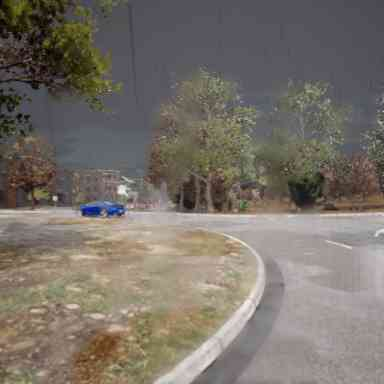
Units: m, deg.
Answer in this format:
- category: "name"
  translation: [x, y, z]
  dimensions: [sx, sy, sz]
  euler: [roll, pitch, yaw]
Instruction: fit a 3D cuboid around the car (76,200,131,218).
- category: "car"
  translation: [-8.285, 1.476, 30.009]
  dimensions: [5.008, 1.535, 1.882]
  euler: [0, 0, 30]
